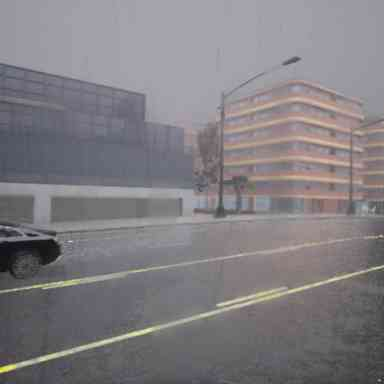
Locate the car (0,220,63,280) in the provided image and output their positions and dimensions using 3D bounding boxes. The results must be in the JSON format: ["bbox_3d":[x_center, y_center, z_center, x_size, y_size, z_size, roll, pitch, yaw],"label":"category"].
[{"bbox_3d":[-5.886,1.492,8.382,4.902,1.511,2.128,0,0,-35],"label":"car"}]
